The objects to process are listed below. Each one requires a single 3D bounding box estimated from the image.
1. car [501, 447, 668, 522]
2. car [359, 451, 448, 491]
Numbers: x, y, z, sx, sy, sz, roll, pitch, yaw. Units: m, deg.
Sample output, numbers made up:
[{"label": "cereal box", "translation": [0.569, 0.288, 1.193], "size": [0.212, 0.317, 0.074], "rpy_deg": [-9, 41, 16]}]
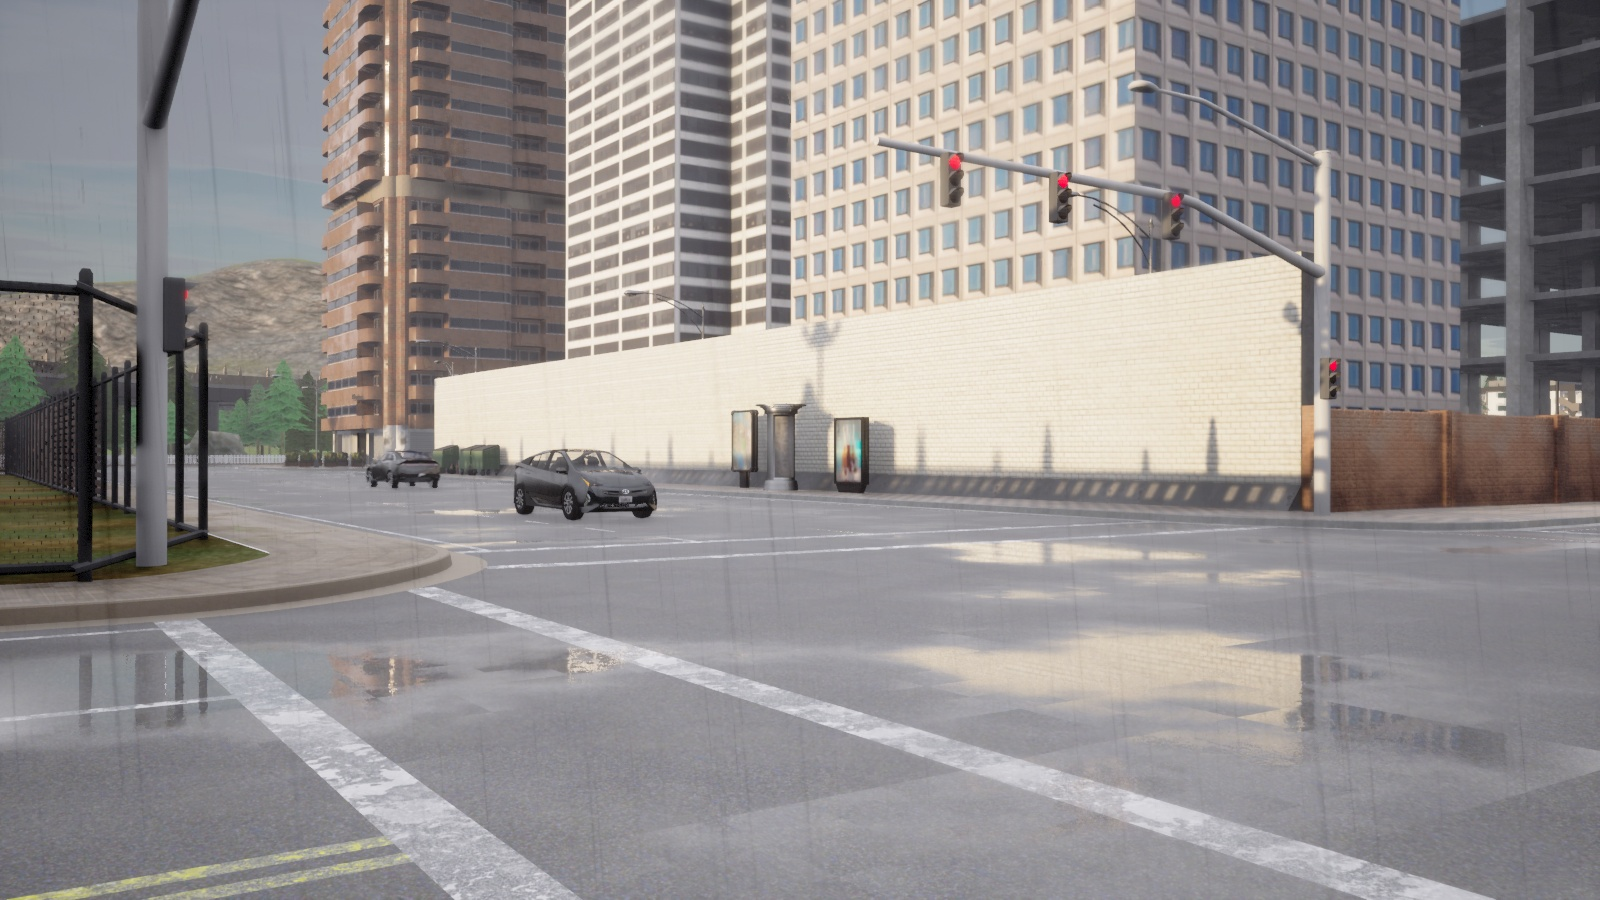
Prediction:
[{"label": "car", "translation": [-4.923, 0.716, 28.198], "size": [2.007, 1.525, 4.514], "rpy_deg": [0, 0, -34]}, {"label": "car", "translation": [-16.056, 0.804, 50.687], "size": [2.128, 1.511, 4.902], "rpy_deg": [0, 0, -34]}]
